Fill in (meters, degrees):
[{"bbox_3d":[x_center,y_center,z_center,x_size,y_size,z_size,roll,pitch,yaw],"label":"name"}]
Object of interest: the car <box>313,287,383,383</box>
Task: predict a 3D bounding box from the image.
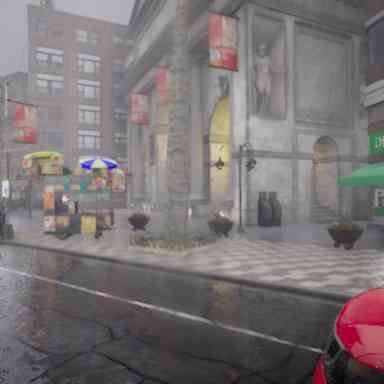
[{"bbox_3d":[3.450,1.211,1.432,5.566,2.045,2.150,0,0,36],"label":"car"}]
